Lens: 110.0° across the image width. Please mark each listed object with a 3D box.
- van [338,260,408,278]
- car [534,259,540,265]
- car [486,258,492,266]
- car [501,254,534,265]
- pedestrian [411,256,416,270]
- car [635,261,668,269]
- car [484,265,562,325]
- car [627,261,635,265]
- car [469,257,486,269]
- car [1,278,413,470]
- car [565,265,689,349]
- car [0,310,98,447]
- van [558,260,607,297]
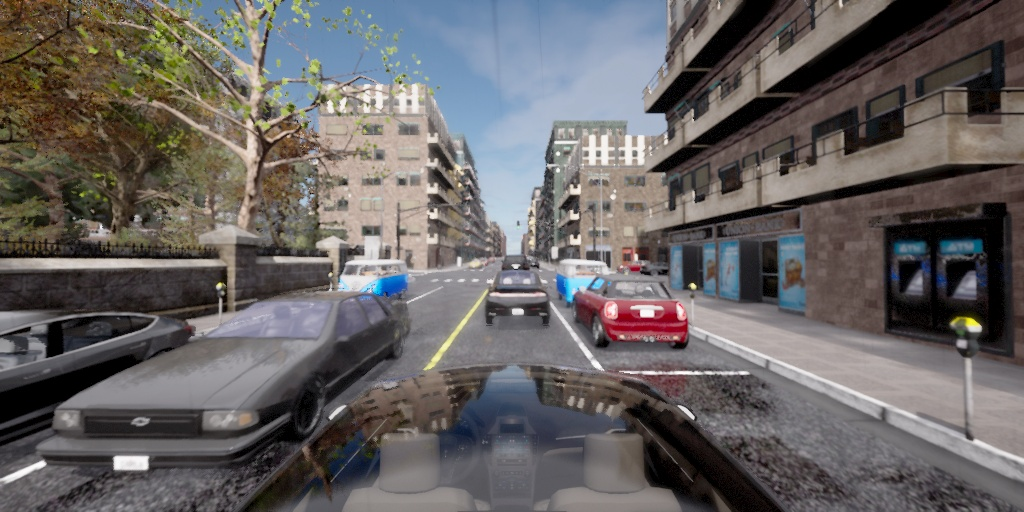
[{"bbox_3d":[-5.561,1.051,14.728,1.690,1.789,3.998,0,0,0],"label":"van"},{"bbox_3d":[3.072,1.166,52.609,1.948,1.339,4.313,0,0,0],"label":"car"},{"bbox_3d":[-5.224,1.006,63.957,1.967,1.591,4.097,0,0,0],"label":"car"},{"bbox_3d":[0.297,0.894,27.999,2.150,2.045,5.566,0,0,0],"label":"car"},{"bbox_3d":[-12.222,0.829,44.163,0.375,1.860,0.375,0,-1,1],"label":"pedestrian"},{"bbox_3d":[13.762,1.237,32.316,4.313,1.339,1.948,0,0,1],"label":"car"},{"bbox_3d":[0.172,1.213,11.667,2.128,1.511,4.902,0,0,0],"label":"car"},{"bbox_3d":[13.928,1.234,40.694,4.097,1.591,1.967,0,0,1],"label":"car"},{"bbox_3d":[-5.309,1.124,52.502,1.751,1.417,4.829,0,0,0],"label":"car"},{"bbox_3d":[-3.073,1.285,5.571,2.033,1.411,5.357,0,0,0],"label":"car"},{"bbox_3d":[2.714,1.168,9.141,1.967,1.591,4.097,0,0,0],"label":"car"},{"bbox_3d":[-5.661,1.309,3.681,1.948,1.339,4.313,0,0,0],"label":"car"},{"bbox_3d":[2.754,1.052,14.664,1.690,1.789,3.998,0,0,0],"label":"van"}]
